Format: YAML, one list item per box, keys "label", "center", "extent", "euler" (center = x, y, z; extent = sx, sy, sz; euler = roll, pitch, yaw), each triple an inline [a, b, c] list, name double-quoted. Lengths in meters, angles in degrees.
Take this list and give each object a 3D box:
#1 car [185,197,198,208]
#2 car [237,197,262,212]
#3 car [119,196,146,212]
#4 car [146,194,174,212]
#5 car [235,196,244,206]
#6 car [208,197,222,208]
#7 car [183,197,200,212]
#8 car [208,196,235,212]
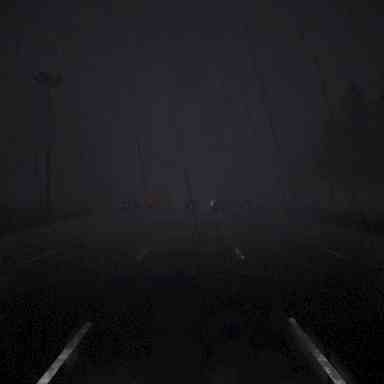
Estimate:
- label: "car"
  center: [-0.095, 1.505, 49.458]
  extent: [1.837, 1.490, 4.892]
  euler: [0, 0, 0]
- label: "car"
  center: [6.924, 1.564, 39.257]
  extent: [1.994, 1.385, 4.181]
  euler: [0, 0, 0]
- label: "car"
  center: [-7.077, 1.547, 38.626]
  extent: [2.033, 1.411, 5.357]
  euler: [0, 0, 0]
- label: "car"
  center: [-3.577, 1.221, 38.695]
  extent: [2.150, 2.045, 5.566]
  euler: [0, 0, 0]
- label: "car"
  center: [6.903, 1.352, 49.233]
  extent: [2.097, 1.767, 4.553]
  euler: [0, 0, 0]
- label: "car"
  center: [3.404, 1.526, 49.294]
  extent: [1.812, 1.442, 4.674]
  euler: [0, 0, 0]
- label: "car"
  center: [-0.073, 1.564, 39.453]
  extent: [1.994, 1.385, 4.181]
  euler: [0, 0, 0]
- label: "car"
  center: [3.426, 1.491, 39.079]
  extent: [2.128, 1.511, 4.902]
  euler: [0, 0, 0]
